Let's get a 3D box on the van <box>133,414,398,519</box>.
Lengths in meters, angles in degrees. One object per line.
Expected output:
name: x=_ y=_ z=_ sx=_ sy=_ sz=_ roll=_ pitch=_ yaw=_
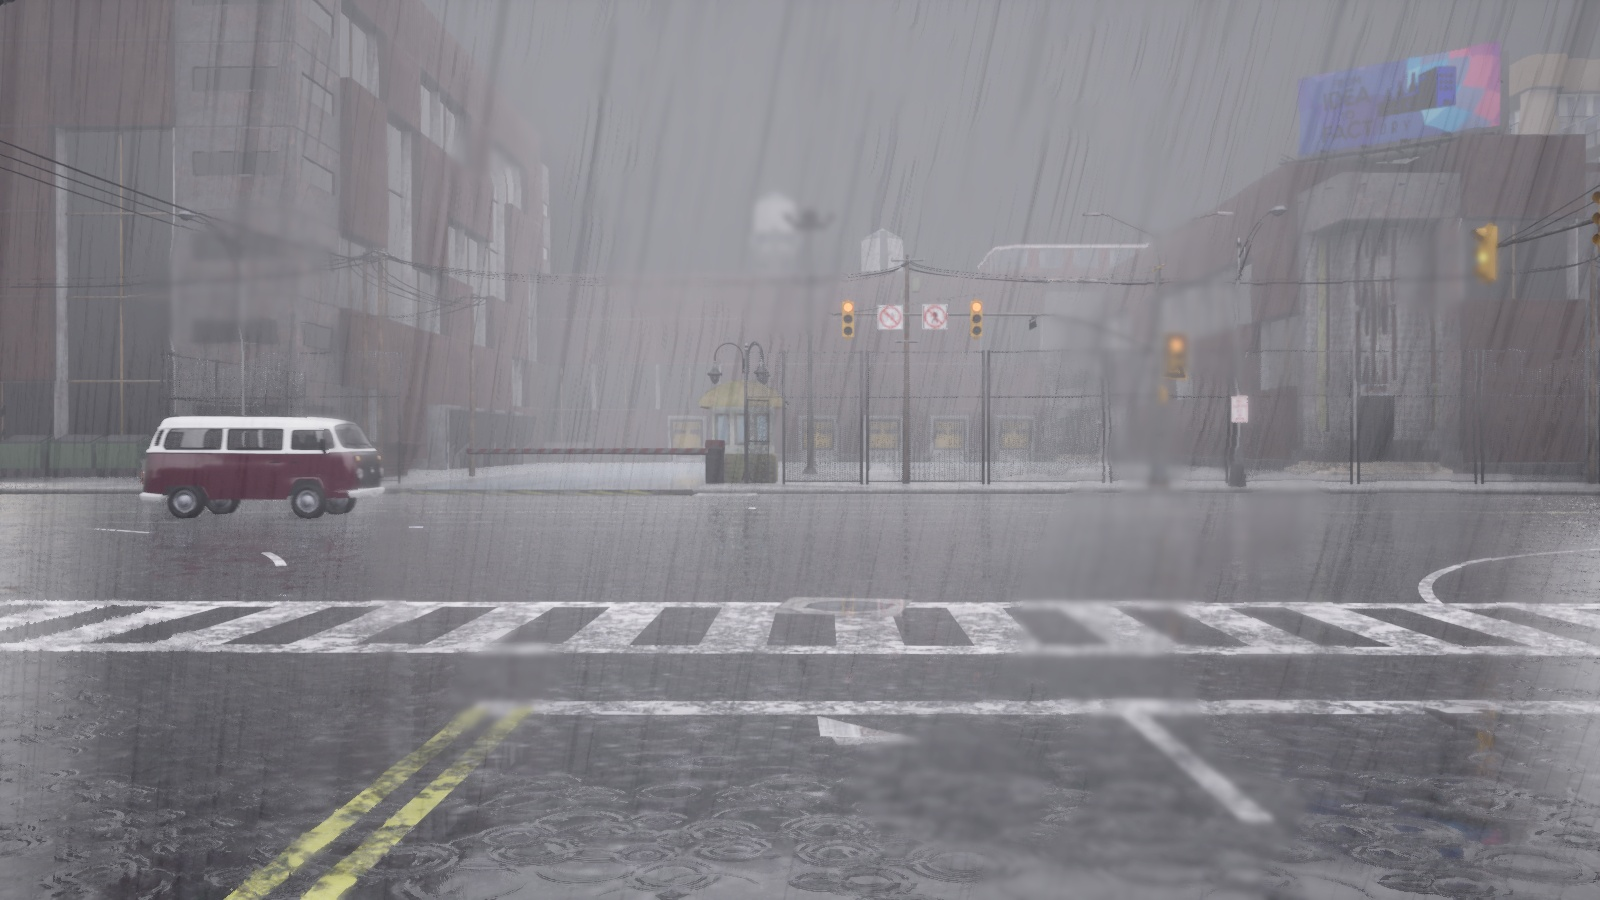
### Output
van: x=-10.739 y=0.317 z=25.478 sx=4.480 sy=2.038 sz=2.069 roll=0 pitch=0 yaw=1
